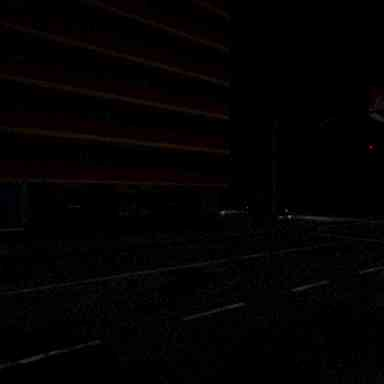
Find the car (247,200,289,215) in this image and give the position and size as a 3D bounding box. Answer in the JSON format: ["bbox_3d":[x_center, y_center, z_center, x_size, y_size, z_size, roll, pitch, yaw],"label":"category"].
[{"bbox_3d":[7.969,1.633,35.149,2.128,1.511,4.902,0,0,-36],"label":"car"}]
